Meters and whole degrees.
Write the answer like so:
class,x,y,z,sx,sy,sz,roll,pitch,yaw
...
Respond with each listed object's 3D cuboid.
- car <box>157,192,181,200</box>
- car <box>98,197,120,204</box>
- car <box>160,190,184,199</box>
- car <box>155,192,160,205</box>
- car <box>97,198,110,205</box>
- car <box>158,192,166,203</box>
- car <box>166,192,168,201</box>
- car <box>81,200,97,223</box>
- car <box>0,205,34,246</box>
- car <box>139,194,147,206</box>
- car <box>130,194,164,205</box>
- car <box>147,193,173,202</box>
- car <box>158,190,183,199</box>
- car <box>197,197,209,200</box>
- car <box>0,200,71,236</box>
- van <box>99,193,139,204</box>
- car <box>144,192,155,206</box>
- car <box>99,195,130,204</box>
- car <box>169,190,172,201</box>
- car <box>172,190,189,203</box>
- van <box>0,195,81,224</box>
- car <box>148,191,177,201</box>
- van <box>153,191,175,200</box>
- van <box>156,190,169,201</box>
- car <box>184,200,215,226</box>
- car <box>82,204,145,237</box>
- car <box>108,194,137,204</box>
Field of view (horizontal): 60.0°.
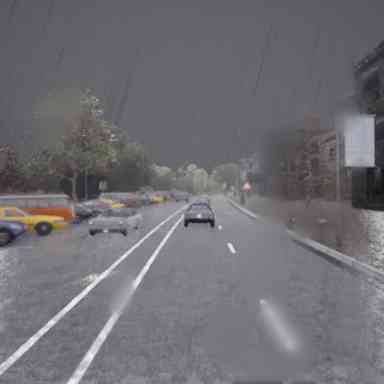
class,x,y,z,sx,sy,sz,roll,pitch,yaw
car,-5.404,0.921,78.826,5.366,1.575,1.946,-1,0,-16
car,-8.864,1.401,28.441,4.674,1.452,2.002,-1,0,-18
car,-5.163,0.600,84.646,5.566,2.045,2.435,-1,1,-16
car,-7.752,1.242,49.210,4.892,1.521,2.231,-1,0,-16
car,-8.962,1.412,25.495,4.674,1.452,2.002,0,0,-18
car,-7.360,1.211,52.227,5.366,1.575,1.946,-1,0,-16
car,-7.129,1.194,58.082,4.792,1.488,2.163,-1,1,-16
car,-9.083,1.422,22.543,4.674,1.452,2.002,-1,0,-18
car,-9.321,1.456,13.636,4.674,1.452,2.002,-1,0,-19
car,-8.301,1.342,40.313,4.674,1.452,2.002,-1,0,-17
car,-7.501,1.191,55.086,5.366,1.575,1.946,-1,1,-16
car,-6.455,1.072,66.958,5.008,1.535,2.097,-1,0,-16
car,-5.332,0.637,81.722,5.566,2.045,2.435,-1,0,-16
car,1.349,1.349,41.369,2.033,1.411,5.357,0,0,3
car,-9.078,1.398,16.666,5.366,1.575,1.946,-1,0,-19
van,-8.575,1.095,37.304,4.442,1.987,1.878,-1,1,-17
car,-7.913,1.137,46.250,4.553,1.767,2.185,-1,1,-17
car,-8.927,1.349,31.354,5.366,1.575,1.946,-1,0,-18
car,-6.696,0.979,63.992,4.553,1.767,2.185,-1,0,-16
car,-1.738,0.880,59.375,2.150,2.045,5.566,0,1,5
van,-9.069,1.165,19.614,4.442,1.987,1.878,-1,0,-19
car,-6.261,0.787,69.893,5.566,2.045,2.435,-1,1,-16
van,-6.122,0.779,72.817,4.442,1.987,1.878,-1,1,-16
van,-6.995,0.911,61.006,4.442,1.987,1.878,-1,1,-16
car,0.508,1.457,22.565,1.994,1.385,4.181,0,0,2
car,-3.992,1.512,17.742,1.895,1.301,4.718,0,0,2
car,-8.605,1.334,34.376,5.008,1.535,2.097,-1,1,-17
